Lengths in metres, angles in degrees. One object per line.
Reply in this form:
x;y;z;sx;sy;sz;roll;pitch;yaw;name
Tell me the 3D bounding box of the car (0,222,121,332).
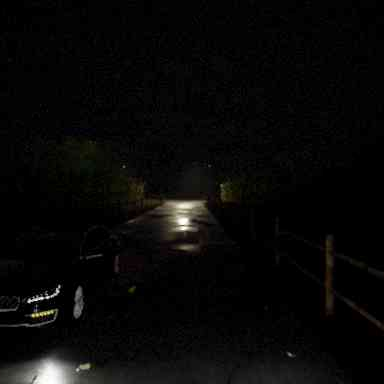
-2.825;1.470;7.138;1.837;1.490;4.892;0;0;0;car
